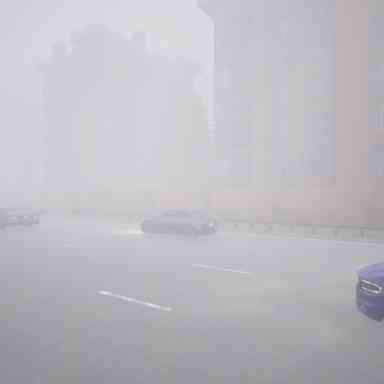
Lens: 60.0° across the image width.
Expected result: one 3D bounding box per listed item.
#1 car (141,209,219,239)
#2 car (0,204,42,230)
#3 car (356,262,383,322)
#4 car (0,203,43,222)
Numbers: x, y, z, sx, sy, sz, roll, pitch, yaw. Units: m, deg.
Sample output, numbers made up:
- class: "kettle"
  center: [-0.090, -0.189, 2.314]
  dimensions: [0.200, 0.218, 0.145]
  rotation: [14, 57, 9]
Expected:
- class: "car"
  center: [-0.689, 1.564, 17.391]
  dimensions: [4.181, 1.385, 1.994]
  rotation: [0, 0, 36]
- class: "car"
  center: [-11.738, 1.547, 20.973]
  dimensions: [5.357, 1.411, 2.033]
  rotation: [0, 0, 37]
- class: "car"
  center: [5.076, 1.477, 4.669]
  dimensions: [5.008, 1.535, 1.882]
  rotation: [0, 0, 36]
- class: "car"
  center: [-14.373, 1.601, 27.167]
  dimensions: [4.718, 1.301, 1.895]
  rotation: [0, 0, 36]
